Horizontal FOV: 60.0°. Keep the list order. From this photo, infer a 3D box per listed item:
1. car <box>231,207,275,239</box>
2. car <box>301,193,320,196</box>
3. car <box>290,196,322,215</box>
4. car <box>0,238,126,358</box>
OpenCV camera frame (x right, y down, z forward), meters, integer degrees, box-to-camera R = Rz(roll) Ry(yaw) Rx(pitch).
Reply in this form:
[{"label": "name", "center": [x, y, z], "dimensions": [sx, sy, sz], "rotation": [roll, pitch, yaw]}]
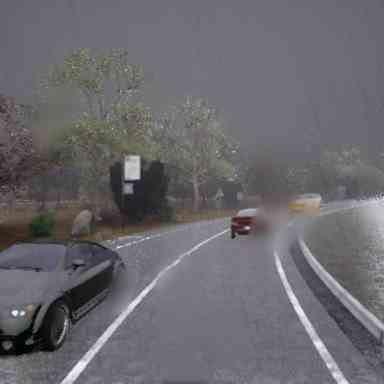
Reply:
[{"label": "car", "center": [3.342, 1.539, 17.954], "dimensions": [1.882, 1.535, 5.008], "rotation": [-2, -1, 17]}, {"label": "car", "center": [15.702, 1.276, 44.961], "dimensions": [2.150, 2.045, 5.566], "rotation": [-4, -1, 41]}, {"label": "car", "center": [11.709, 1.517, 34.359], "dimensions": [1.882, 1.535, 5.008], "rotation": [-4, -2, 34]}, {"label": "car", "center": [-2.723, 1.591, 6.156], "dimensions": [1.994, 1.385, 4.181], "rotation": [0, 0, 8]}]
